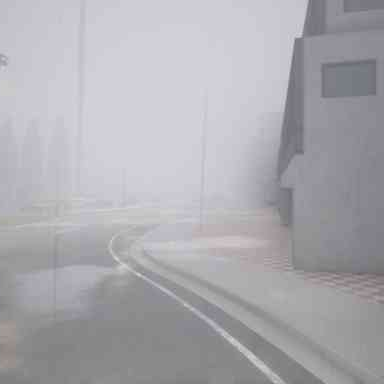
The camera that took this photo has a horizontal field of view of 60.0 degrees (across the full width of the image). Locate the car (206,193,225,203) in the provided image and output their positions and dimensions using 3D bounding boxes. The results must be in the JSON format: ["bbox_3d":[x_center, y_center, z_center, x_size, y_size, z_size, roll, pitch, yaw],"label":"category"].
[{"bbox_3d":[5.011,1.217,70.783,2.150,2.045,5.566,0,0,13],"label":"car"}]

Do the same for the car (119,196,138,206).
[{"bbox_3d":[-10.522,1.485,55.409,2.128,1.511,4.902,0,0,14],"label":"car"}]

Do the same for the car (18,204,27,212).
[{"bbox_3d":[-18.045,1.595,39.175,1.895,1.301,4.718,0,0,14],"label":"car"}]

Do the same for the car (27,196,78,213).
[{"bbox_3d":[-15.164,1.473,36.526,1.882,1.535,5.008,0,0,16],"label":"car"}]

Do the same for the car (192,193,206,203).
[{"bbox_3d":[1.608,1.209,71.642,2.150,2.045,5.566,0,0,13],"label":"car"}]

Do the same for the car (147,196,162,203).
[{"bbox_3d":[-7.592,1.555,67.556,1.994,1.385,4.181,0,0,14],"label":"car"}]

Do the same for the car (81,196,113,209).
[{"bbox_3d":[-12.793,1.595,45.835,1.895,1.301,4.718,0,0,13],"label":"car"}]

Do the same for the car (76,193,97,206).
[{"bbox_3d":[-15.770,1.215,48.501,2.150,2.045,5.566,0,0,13],"label":"car"}]

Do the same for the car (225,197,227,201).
[{"bbox_3d":[7.391,1.543,80.915,1.994,1.385,4.181,0,0,13],"label":"car"}]

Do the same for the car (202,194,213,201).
[{"bbox_3d":[3.898,1.347,81.349,1.812,1.442,4.674,0,0,13],"label":"car"}]
